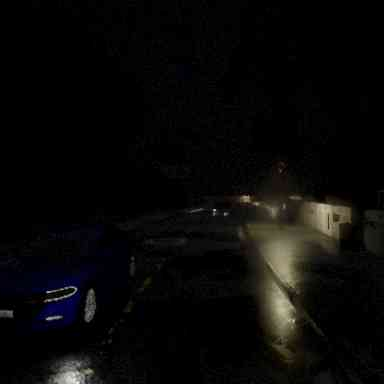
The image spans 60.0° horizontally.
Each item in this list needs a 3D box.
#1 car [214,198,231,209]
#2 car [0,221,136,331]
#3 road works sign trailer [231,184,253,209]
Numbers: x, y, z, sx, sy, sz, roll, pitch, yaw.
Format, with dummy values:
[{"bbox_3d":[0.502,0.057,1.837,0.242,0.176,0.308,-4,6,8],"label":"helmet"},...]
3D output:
[{"bbox_3d":[4.474,1.629,48.242,1.882,1.535,5.008,0,0,17],"label":"car"},{"bbox_3d":[-2.557,1.483,7.278,1.882,1.535,5.008,0,0,3],"label":"car"},{"bbox_3d":[6.931,0.604,47.147,2.380,3.560,2.880,0,0,18],"label":"road works sign trailer"}]
